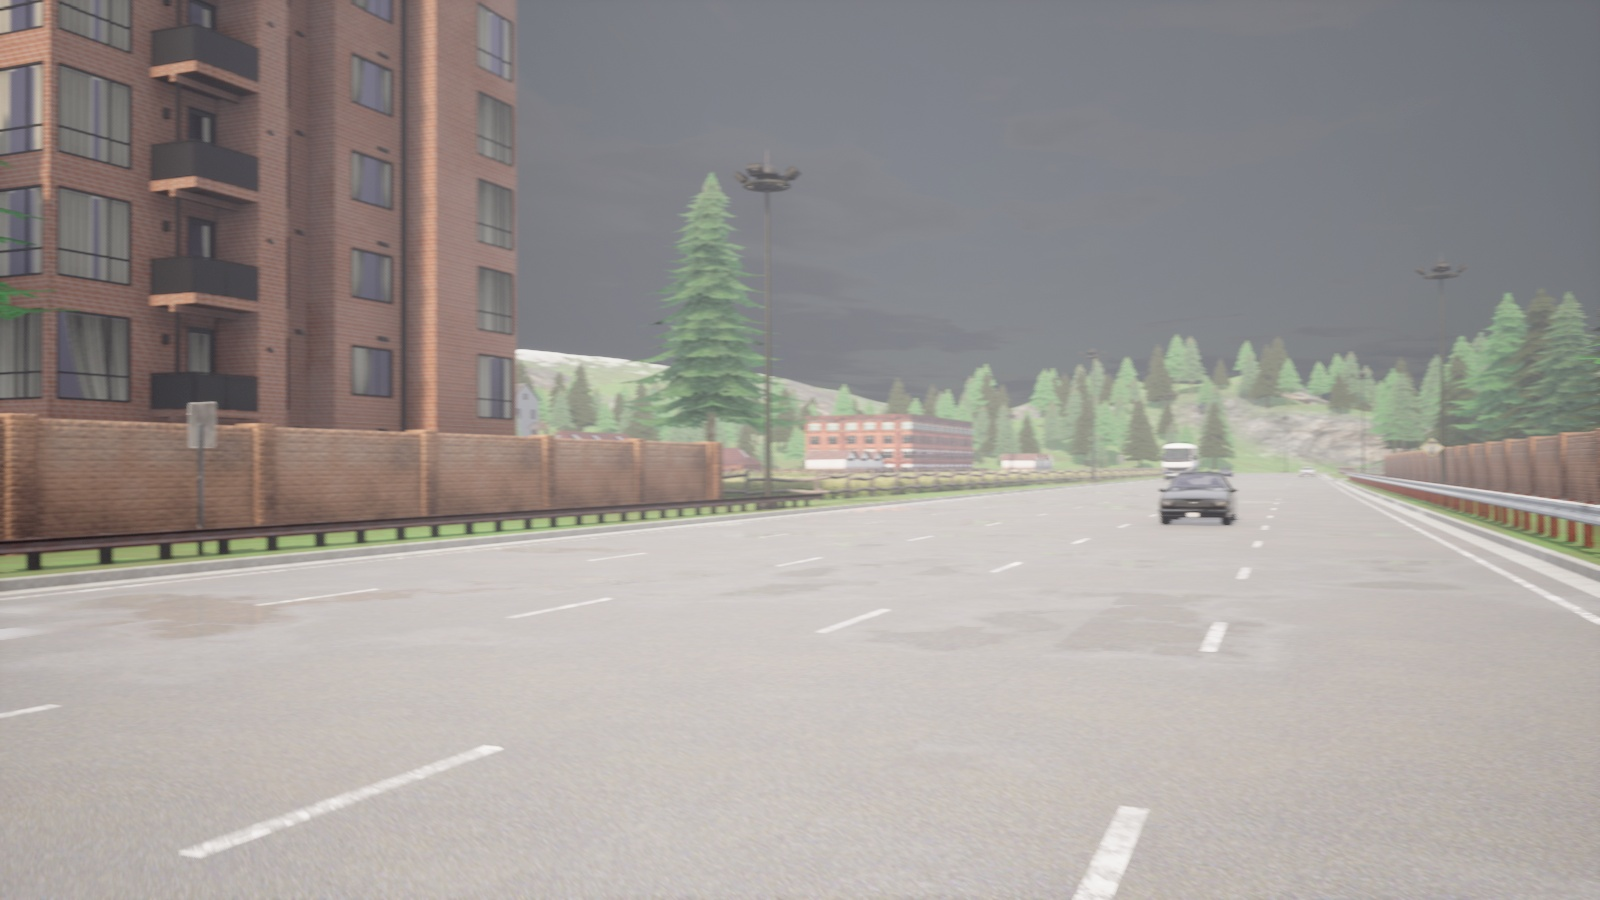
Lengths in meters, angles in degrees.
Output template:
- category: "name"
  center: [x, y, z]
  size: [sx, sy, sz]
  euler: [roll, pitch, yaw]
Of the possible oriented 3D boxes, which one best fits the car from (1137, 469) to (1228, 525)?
- category: "car"
  center: [10.748, 1.247, 35.034]
  size: [2.033, 1.411, 5.357]
  euler: [-1, -1, 21]
